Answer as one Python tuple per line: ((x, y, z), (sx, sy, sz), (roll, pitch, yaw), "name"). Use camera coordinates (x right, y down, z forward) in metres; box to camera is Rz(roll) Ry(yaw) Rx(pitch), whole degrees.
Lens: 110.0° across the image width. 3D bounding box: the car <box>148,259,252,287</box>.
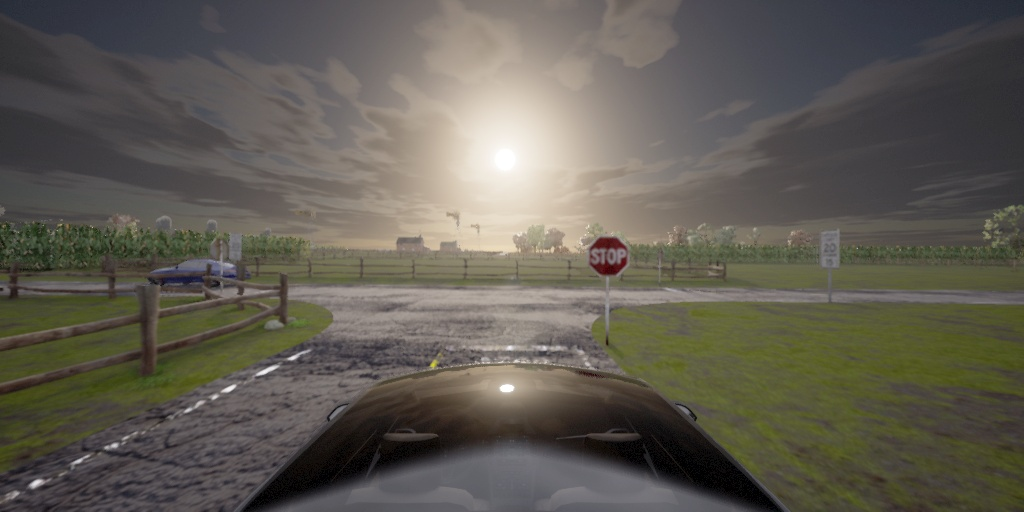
((-16.664, 0.885, 19.285), (4.674, 1.442, 1.812), (1, 0, 0), "car")
